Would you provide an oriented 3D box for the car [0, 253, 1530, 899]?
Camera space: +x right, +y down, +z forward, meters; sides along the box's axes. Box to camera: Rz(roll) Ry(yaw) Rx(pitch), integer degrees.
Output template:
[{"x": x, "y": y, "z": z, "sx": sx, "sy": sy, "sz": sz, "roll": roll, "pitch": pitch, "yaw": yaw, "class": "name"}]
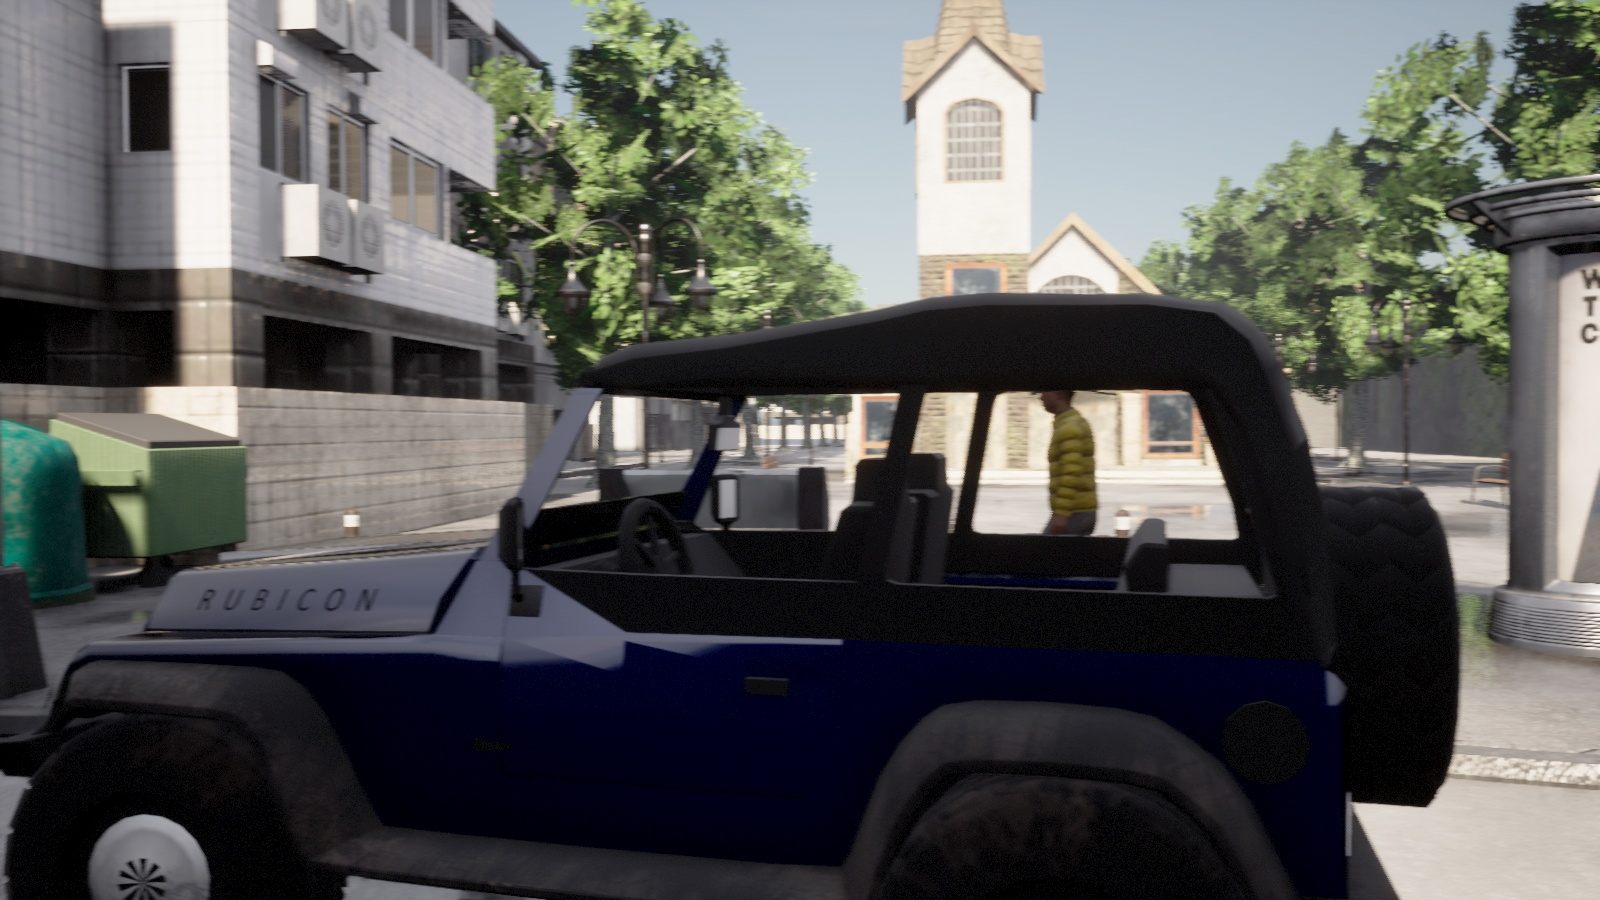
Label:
[{"x": -0.275, "y": 0.548, "z": 3.747, "sx": 3.866, "sy": 1.878, "sz": 1.905, "roll": 0, "pitch": 1, "yaw": 16, "class": "car"}]
